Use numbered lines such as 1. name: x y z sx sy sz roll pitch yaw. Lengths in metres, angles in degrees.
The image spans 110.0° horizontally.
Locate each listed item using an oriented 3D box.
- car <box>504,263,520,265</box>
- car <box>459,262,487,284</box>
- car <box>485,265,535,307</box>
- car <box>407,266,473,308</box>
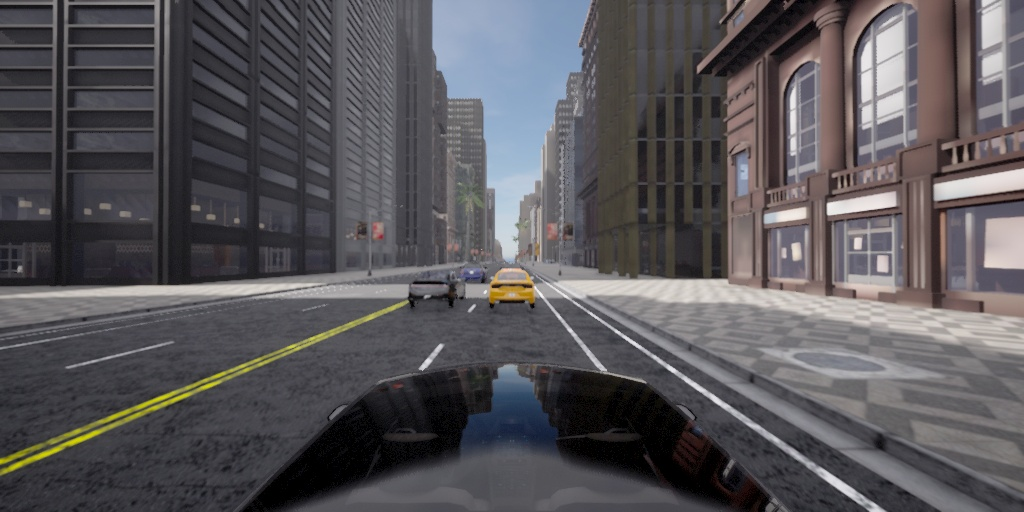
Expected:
1. car: 0.006 1.379 30.926 2.097 1.767 4.553 0 -1 0
2. car: -3.244 1.379 30.940 2.097 1.767 4.553 0 -1 0
3. car: 0.008 1.367 16.322 1.882 1.535 5.008 0 0 0
4. car: -3.243 1.380 16.157 2.128 1.511 4.902 0 0 0
